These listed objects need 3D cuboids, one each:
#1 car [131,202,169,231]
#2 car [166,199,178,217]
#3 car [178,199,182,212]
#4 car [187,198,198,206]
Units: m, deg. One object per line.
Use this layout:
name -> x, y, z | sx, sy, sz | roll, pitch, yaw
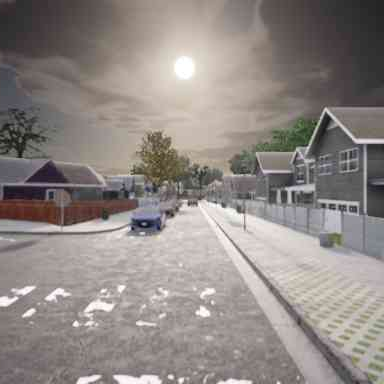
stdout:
car -> -2.836, 1.661, 22.269 | 1.882, 1.535, 5.008 | 0, -1, 0
car -> -2.801, 1.778, 34.672 | 1.882, 1.535, 5.008 | 0, -1, 0
car -> -2.823, 1.763, 45.585 | 2.097, 1.767, 4.553 | 0, -1, 0
car -> 0.136, 2.023, 68.887 | 2.097, 1.767, 4.553 | 0, -1, 0
